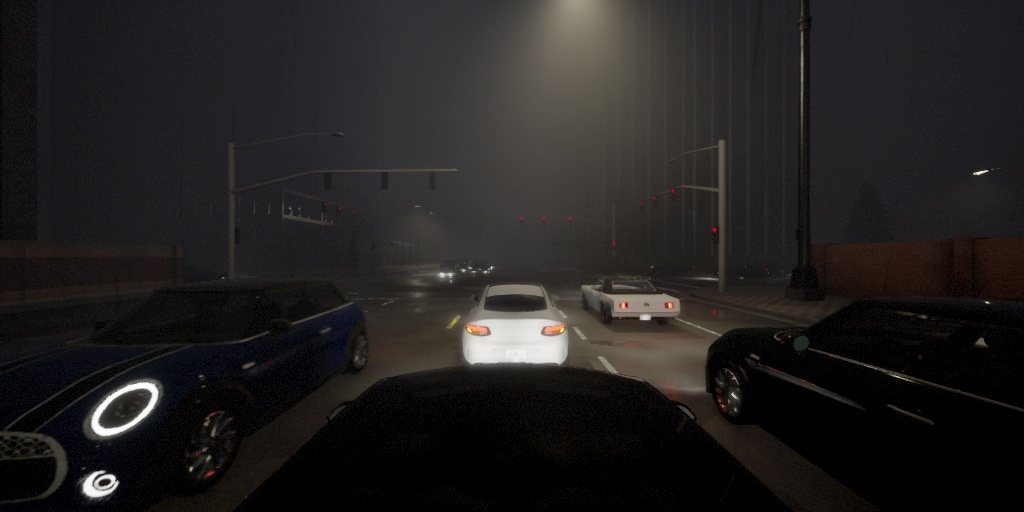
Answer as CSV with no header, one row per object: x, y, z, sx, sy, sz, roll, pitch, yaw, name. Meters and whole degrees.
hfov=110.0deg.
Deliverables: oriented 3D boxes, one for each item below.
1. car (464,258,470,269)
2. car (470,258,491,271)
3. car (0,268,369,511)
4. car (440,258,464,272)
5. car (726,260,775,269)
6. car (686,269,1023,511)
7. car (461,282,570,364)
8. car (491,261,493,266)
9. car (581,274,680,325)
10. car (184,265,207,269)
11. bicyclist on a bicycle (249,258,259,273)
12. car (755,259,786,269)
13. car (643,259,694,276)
-7.988,1.102,55.334,2.097,1.767,4.553,0,0,-1,car
-4.409,1.228,50.755,1.882,1.535,5.008,0,0,-1,car
-3.597,1.102,4.481,2.097,1.767,4.553,0,0,0,car
-7.918,1.242,45.782,2.128,1.511,4.902,0,0,2,car
20.189,1.314,31.693,4.181,1.385,1.994,0,0,-1,car
3.599,1.102,2.893,2.097,1.767,4.553,0,0,0,car
0.059,1.276,7.577,1.812,1.442,4.674,0,0,0,car
-4.556,1.276,60.554,1.812,1.442,4.674,0,0,-1,car
3.563,1.351,11.795,1.895,1.301,4.718,0,0,0,car
-21.419,1.314,24.093,4.181,1.385,1.994,0,0,0,car
-28.409,1.051,39.513,0.582,1.620,1.656,0,0,-1,bicyclist on a bicycle
24.230,1.102,35.229,4.553,1.767,2.097,0,0,0,car
15.338,1.102,35.147,4.553,1.767,2.097,0,0,0,car
